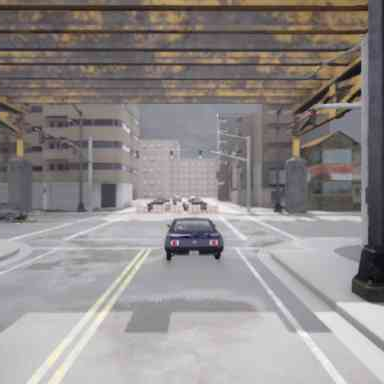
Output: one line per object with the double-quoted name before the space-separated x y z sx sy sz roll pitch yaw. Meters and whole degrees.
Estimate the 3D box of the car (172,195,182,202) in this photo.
"car" -3.288 1.452 73.652 2.038 1.542 4.974 0 0 0

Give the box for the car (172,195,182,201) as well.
"car" -3.288 1.294 73.704 1.853 1.218 4.536 0 0 0

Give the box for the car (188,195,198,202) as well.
"car" 0.144 1.295 65.182 1.853 1.218 4.536 0 0 0

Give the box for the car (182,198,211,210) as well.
"car" 0.496 1.295 38.582 1.853 1.218 4.536 0 0 -20

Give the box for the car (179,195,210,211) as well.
"car" 0.514 1.452 38.533 2.038 1.542 4.974 0 0 -20

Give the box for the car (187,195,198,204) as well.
"car" 0.144 1.452 65.130 2.038 1.542 4.974 0 0 0

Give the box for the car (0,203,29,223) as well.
"car" -14.705 1.563 25.251 4.181 1.385 1.994 0 0 0

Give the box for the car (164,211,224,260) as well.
"car" -0.025 1.601 12.510 1.895 1.301 4.718 0 0 -2

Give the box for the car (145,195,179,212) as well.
"car" -3.646 1.452 38.841 2.038 1.542 4.974 0 0 25

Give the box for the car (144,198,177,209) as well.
"car" -3.625 1.295 38.888 1.853 1.218 4.536 0 0 25
